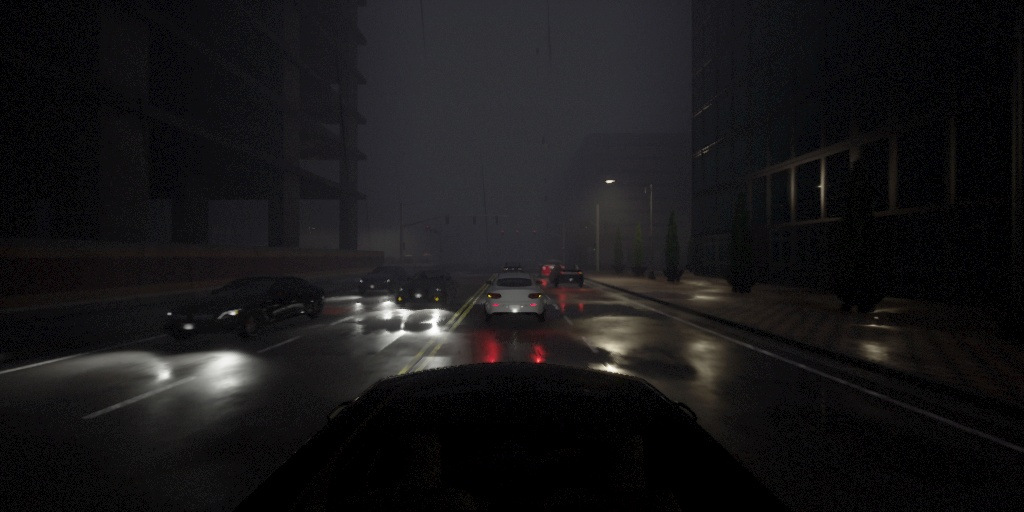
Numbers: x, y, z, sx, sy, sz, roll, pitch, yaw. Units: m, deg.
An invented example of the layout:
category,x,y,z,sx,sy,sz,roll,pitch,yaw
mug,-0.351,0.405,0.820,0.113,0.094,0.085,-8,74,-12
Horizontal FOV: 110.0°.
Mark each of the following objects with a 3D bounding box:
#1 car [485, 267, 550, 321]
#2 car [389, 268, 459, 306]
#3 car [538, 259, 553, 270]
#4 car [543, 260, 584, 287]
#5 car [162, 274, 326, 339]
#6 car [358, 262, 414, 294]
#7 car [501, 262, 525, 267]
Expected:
category,x,y,z,sx,sy,sz,roll,pitch,yaw
car,0.077,1.276,12.343,1.812,1.442,4.674,0,0,0
car,-3.518,1.316,15.542,1.994,1.385,4.181,0,0,1
car,3.587,1.102,33.052,2.097,1.767,4.553,0,0,0
car,3.593,1.241,24.245,2.128,1.511,4.902,0,0,0
car,-7.096,1.278,10.198,1.812,1.442,4.674,0,0,0
car,-7.077,1.278,20.508,1.812,1.442,4.674,0,0,0
car,0.091,1.241,29.854,2.128,1.511,4.902,0,0,0
